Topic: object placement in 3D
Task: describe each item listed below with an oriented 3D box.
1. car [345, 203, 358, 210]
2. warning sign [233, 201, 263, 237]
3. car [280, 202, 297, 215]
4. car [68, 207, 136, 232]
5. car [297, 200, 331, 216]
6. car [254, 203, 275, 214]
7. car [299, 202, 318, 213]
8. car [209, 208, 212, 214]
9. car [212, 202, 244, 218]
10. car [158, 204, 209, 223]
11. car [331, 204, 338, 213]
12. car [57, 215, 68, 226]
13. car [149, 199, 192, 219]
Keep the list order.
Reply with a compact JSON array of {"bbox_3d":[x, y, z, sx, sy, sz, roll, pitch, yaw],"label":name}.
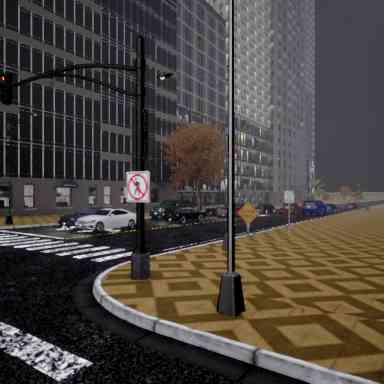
[{"bbox_3d":[31.545,2.838,65.693,1.812,1.442,4.674,0,-1,33],"label":"car"},{"bbox_3d":[3.145,1.454,18.548,1.300,1.860,1.060,1,1,33],"label":"warning sign"},{"bbox_3d":[13.878,2.206,46.341,2.097,1.767,4.553,0,-1,33],"label":"car"},{"bbox_3d":[-5.619,1.827,22.462,1.812,1.442,4.674,0,-1,33],"label":"car"},{"bbox_3d":[16.198,2.066,43.973,2.150,2.045,5.566,0,-1,35],"label":"car"},{"bbox_3d":[10.160,2.325,46.779,1.837,1.490,4.892,0,-1,33],"label":"car"},{"bbox_3d":[19.223,2.507,54.706,1.882,1.535,5.008,0,-1,33],"label":"car"},{"bbox_3d":[3.488,2.289,42.494,1.895,1.301,4.718,0,-1,33],"label":"car"},{"bbox_3d":[4.654,1.992,38.315,2.097,1.767,4.553,0,-1,33],"label":"car"},{"bbox_3d":[-0.664,2.066,30.099,1.895,1.301,4.718,0,-1,33],"label":"car"},{"bbox_3d":[21.953,2.558,52.942,1.812,1.442,4.674,0,-1,33],"label":"car"},{"bbox_3d":[-7.495,1.873,25.514,2.033,1.411,5.357,0,-1,33],"label":"car"},{"bbox_3d":[-1.964,1.730,34.071,2.150,2.045,5.566,0,-1,33],"label":"car"}]
